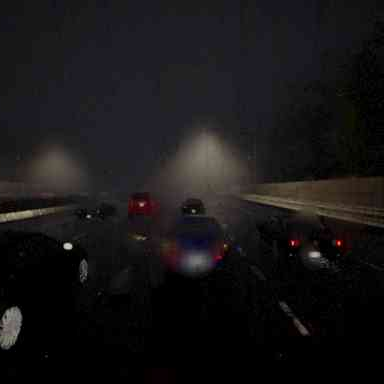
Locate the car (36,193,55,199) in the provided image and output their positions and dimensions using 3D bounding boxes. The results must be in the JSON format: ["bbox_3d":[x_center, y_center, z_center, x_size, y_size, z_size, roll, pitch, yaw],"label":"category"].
[{"bbox_3d":[-27.978,0.893,63.486,1.895,1.301,4.718,0,1,0],"label":"car"}]

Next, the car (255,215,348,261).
[{"bbox_3d":[3.504,1.464,11.694,1.895,1.301,4.718,0,1,0],"label":"car"}]

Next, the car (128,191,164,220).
[{"bbox_3d":[-3.387,0.937,25.097,2.150,2.045,5.566,0,1,0],"label":"car"}]

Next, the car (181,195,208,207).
[{"bbox_3d":[0.108,1.219,27.029,1.812,1.442,4.674,0,1,0],"label":"car"}]

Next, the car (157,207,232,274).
[{"bbox_3d":[0.105,1.410,10.010,1.812,1.442,4.674,0,1,0],"label":"car"}]

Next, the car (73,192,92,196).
[{"bbox_3d":[-20.978,0.799,65.735,2.033,1.411,5.357,0,1,0],"label":"car"}]

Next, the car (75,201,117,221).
[{"bbox_3d":[-6.889,1.324,24.444,1.895,1.301,4.718,0,1,0],"label":"car"}]

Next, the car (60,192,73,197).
[{"bbox_3d":[-24.478,0.783,65.736,1.812,1.442,4.674,0,1,0],"label":"car"}]

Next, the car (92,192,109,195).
[{"bbox_3d":[-17.480,0.775,65.860,2.128,1.511,4.902,0,1,0],"label":"car"}]

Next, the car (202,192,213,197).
[{"bbox_3d":[3.529,0.641,84.335,2.033,1.411,5.357,0,0,0],"label":"car"}]

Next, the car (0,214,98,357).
[{"bbox_3d":[-3.394,1.409,5.938,1.882,1.535,5.008,0,1,0],"label":"car"}]
